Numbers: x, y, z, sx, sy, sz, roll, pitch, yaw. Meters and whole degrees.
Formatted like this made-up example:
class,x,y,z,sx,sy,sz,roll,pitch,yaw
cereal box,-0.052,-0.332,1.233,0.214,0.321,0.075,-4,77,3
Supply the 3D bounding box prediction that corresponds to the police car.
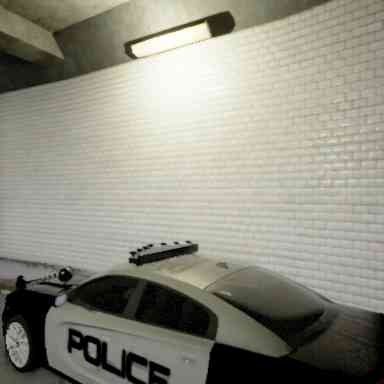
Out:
class,x,y,z,sx,sy,sz,roll,pitch,yaw
police car,-0.446,1.456,4.073,5.238,1.638,1.930,0,-1,36
